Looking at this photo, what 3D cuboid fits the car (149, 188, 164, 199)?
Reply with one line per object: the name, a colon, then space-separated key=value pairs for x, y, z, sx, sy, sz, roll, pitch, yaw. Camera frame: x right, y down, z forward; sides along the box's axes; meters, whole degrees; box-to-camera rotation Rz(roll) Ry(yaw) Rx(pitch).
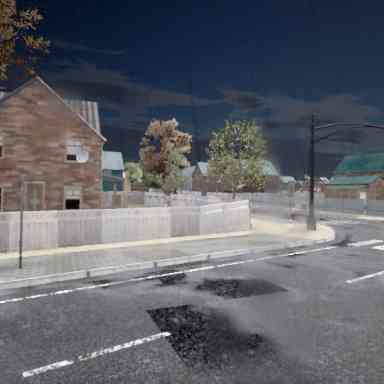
car: x=-6.609 y=0.335 z=61.622 sx=2.150 sy=2.045 sz=5.566 roll=1 pitch=1 yaw=-21
